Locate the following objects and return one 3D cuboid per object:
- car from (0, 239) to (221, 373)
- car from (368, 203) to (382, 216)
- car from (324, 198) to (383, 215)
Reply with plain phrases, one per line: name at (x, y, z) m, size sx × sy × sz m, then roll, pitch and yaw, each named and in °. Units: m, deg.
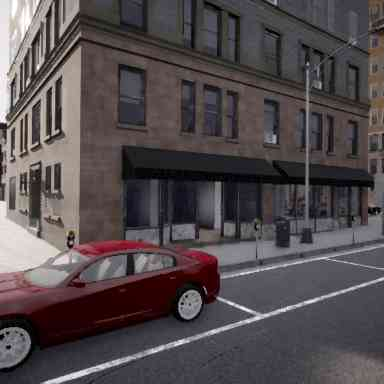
car at (-1.564, 1.545, 5.638) m, size 4.507 × 1.381 × 1.887 m, roll 0°, pitch 1°, yaw -35°
car at (14.477, 1.443, 30.170) m, size 1.895 × 1.301 × 4.718 m, roll 1°, pitch 0°, yaw -35°
car at (16.242, 1.411, 33.322) m, size 2.033 × 1.411 × 5.357 m, roll 1°, pitch 0°, yaw -35°
